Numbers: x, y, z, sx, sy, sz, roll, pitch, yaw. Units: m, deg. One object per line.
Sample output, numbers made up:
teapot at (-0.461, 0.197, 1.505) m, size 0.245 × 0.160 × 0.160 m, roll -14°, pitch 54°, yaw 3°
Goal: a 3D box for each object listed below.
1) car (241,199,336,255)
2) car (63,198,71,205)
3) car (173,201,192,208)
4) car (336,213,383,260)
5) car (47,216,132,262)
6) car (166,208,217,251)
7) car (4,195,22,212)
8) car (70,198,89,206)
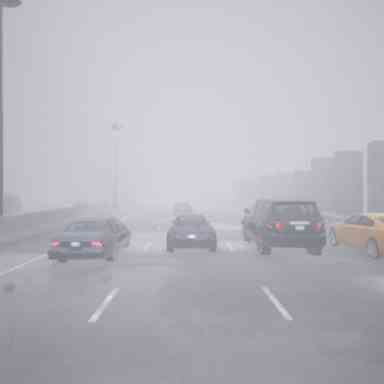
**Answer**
car at (3.482, 1.272, 13.599) m, size 2.150 × 2.045 × 5.566 m, roll 0°, pitch 0°, yaw -1°
car at (-24.477, 1.794, 66.602) m, size 1.994 × 1.385 × 4.181 m, roll 0°, pitch 0°, yaw -15°
car at (-1.065, 1.697, 36.019) m, size 1.994 × 1.385 × 4.181 m, roll 0°, pitch 0°, yaw -5°
car at (6.979, 1.523, 12.684) m, size 1.882 × 1.535 × 5.008 m, roll 0°, pitch 0°, yaw -1°
car at (-3.481, 1.594, 12.265) m, size 2.033 × 1.411 × 5.357 m, roll 0°, pitch 0°, yaw -1°
car at (-0.054, 1.617, 14.311) m, size 1.994 × 1.385 × 4.181 m, roll 0°, pitch 0°, yaw -1°
car at (-22.836, 1.376, 40.736) m, size 2.150 × 2.045 × 5.566 m, roll 0°, pitch 0°, yaw -7°
car at (-17.914, 1.752, 54.253) m, size 2.033 × 1.411 × 5.357 m, roll 0°, pitch 0°, yaw -11°
